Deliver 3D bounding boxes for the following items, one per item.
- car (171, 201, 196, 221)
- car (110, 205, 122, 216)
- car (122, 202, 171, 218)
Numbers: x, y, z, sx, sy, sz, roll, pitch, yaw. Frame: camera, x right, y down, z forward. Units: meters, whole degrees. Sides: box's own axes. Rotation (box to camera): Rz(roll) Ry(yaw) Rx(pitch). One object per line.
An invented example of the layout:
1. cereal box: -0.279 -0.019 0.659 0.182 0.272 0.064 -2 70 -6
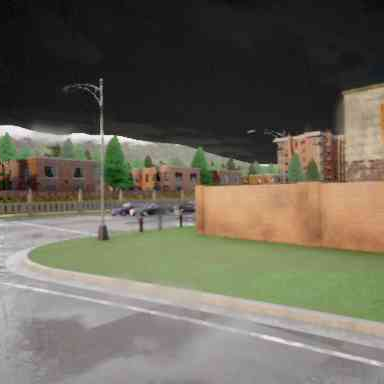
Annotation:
1. car: 1.105 1.683 27.773 2.033 1.411 5.357 -1 0 43
2. car: -6.442 1.781 35.048 1.812 1.442 4.674 -1 0 43
3. car: -3.945 1.707 32.622 2.128 1.511 4.902 -1 0 43
